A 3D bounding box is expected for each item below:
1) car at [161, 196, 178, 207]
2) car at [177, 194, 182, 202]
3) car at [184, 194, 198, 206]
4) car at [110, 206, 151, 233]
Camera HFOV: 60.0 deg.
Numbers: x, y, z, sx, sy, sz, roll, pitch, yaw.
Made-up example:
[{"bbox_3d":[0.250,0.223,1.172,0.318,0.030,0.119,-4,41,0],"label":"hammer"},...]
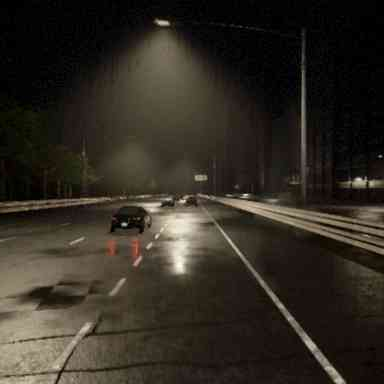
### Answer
[{"bbox_3d":[-3.644,1.651,51.632,1.895,1.301,4.718,0,0,0],"label":"car"},{"bbox_3d":[-3.821,1.621,77.637,1.837,1.490,4.892,0,0,0],"label":"car"},{"bbox_3d":[-0.075,1.570,57.051,1.837,1.490,4.892,0,0,0],"label":"car"},{"bbox_3d":[-3.524,1.528,19.607,1.812,1.442,4.674,0,0,0],"label":"car"}]
